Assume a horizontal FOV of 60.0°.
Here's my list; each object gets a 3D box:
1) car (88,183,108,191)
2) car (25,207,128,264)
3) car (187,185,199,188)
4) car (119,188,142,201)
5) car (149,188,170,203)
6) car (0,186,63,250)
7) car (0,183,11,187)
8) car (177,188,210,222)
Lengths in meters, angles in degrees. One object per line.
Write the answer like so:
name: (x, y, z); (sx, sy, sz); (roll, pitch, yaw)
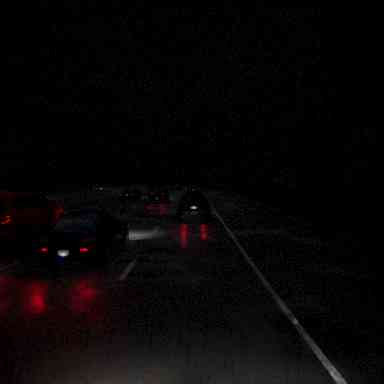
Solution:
car: (-13.951, -0.447, 49.566); (2.097, 1.767, 4.553); (0, 2, -3)
car: (-3.397, 1.344, 11.072); (1.812, 1.442, 4.674); (0, 2, 0)
car: (0.116, -0.183, 43.327); (2.097, 1.767, 4.553); (0, 2, 0)
car: (-6.886, 0.245, 37.746); (2.033, 1.411, 5.357); (0, 2, 0)
car: (-3.387, 0.310, 34.899); (2.128, 1.511, 4.902); (0, 2, 0)
car: (-6.895, 0.953, 13.141); (2.150, 2.045, 5.566); (0, 3, 0)
car: (-17.581, 0.291, 28.728); (2.150, 2.045, 5.566); (0, 3, 0)
car: (0.107, 0.840, 20.716); (2.033, 1.649, 4.856); (0, 3, 0)
